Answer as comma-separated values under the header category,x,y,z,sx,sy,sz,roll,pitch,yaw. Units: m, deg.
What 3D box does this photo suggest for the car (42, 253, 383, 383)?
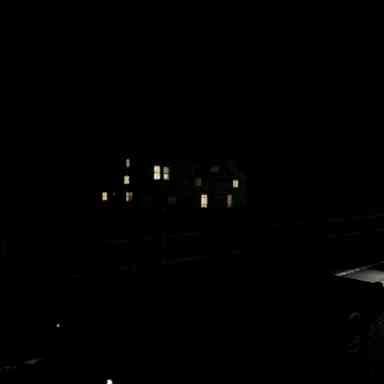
category,x,y,z,sx,sy,sz,roll,pitch,yaw
car,0.625,1.622,4.496,4.718,1.301,1.895,0,0,-37
